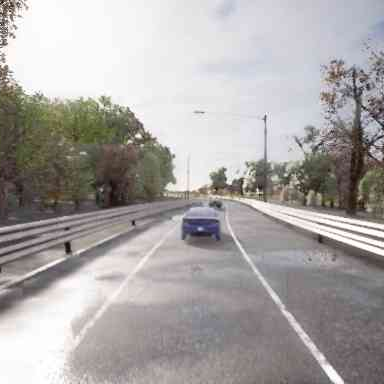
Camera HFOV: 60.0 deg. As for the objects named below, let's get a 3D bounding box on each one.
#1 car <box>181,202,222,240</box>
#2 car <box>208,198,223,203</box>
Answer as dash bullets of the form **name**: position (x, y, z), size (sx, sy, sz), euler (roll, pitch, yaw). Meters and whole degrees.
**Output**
- **car**: position (0.538, 1.540, 17.625), size (1.882, 1.535, 5.008), euler (0, 0, 3)
- **car**: position (3.513, 1.717, 49.542), size (1.837, 1.490, 4.892), euler (0, 0, 6)
